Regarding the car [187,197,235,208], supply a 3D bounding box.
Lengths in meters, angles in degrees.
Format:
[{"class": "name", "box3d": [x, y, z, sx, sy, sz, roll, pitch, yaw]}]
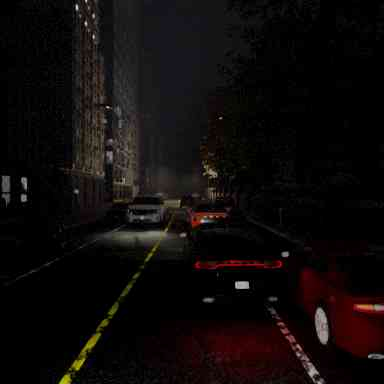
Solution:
[{"class": "car", "box3d": [0.908, 1.338, 18.328, 2.097, 1.767, 4.553, 0, 0, 0]}]

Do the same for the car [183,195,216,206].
[{"class": "car", "box3d": [0.700, 1.328, 24.378, 2.097, 1.767, 4.553, 0, 0, 1]}]

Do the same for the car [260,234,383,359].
[{"class": "car", "box3d": [2.702, 1.544, 6.056, 1.887, 1.381, 4.507, 0, 0, 0]}]

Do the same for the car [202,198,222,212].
[{"class": "car", "box3d": [2.263, 1.488, 39.395, 2.008, 1.369, 4.403, 0, 0, -1]}]

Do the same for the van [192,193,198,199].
[{"class": "van", "box3d": [0.877, 1.108, 94.976, 1.690, 1.788, 3.998, 0, 0, -1]}]

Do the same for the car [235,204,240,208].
[{"class": "car", "box3d": [2.653, 1.562, 22.713, 1.802, 1.307, 4.206, 0, 0, -1]}]

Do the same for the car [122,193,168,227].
[{"class": "car", "box3d": [-3.074, 1.200, 23.032, 2.150, 2.045, 5.566, 0, 0, -1]}]

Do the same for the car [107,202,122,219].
[{"class": "car", "box3d": [-5.989, 1.532, 28.320, 1.947, 1.339, 4.313, 0, 0, -1]}]

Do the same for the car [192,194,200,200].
[{"class": "car", "box3d": [1.015, 1.227, 89.418, 1.967, 1.590, 4.097, 0, 0, -1]}]

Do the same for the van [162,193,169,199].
[{"class": "van", "box3d": [-7.652, 1.106, 95.028, 1.690, 1.788, 3.998, 0, 0, -1]}]

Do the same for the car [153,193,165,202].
[{"class": "car", "box3d": [-7.098, 1.154, 72.793, 2.192, 1.841, 5.009, 0, 0, -1]}]

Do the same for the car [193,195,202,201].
[{"class": "car", "box3d": [1.291, 1.374, 78.302, 2.008, 1.369, 4.403, 0, 0, -1]}]

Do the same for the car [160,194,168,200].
[{"class": "car", "box3d": [-7.515, 1.336, 89.470, 2.008, 1.369, 4.403, 0, 0, -1]}]

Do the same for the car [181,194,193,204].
[{"class": "car", "box3d": [-0.937, 1.231, 59.585, 2.097, 1.767, 4.553, 0, 0, -1]}]

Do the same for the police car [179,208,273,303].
[{"class": "police car", "box3d": [0.741, 1.423, 8.401, 1.930, 1.638, 5.238, 0, 0, -3]}]

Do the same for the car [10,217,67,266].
[{"class": "car", "box3d": [-5.816, 1.561, 11.574, 1.947, 1.339, 4.313, 0, 0, 0]}]

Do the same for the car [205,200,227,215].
[{"class": "car", "box3d": [2.402, 1.535, 33.838, 1.802, 1.307, 4.206, 0, 0, -1]}]

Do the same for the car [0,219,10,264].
[{"class": "car", "box3d": [-5.823, 1.314, 6.013, 2.192, 1.841, 5.009, 0, 0, 0]}]

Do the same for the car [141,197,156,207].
[{"class": "car", "box3d": [-6.544, 1.486, 50.561, 1.802, 1.307, 4.206, 0, 0, -1]}]

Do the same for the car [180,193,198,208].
[{"class": "car", "box3d": [-0.591, 1.269, 46.358, 2.097, 1.767, 4.553, 0, 0, -1]}]
